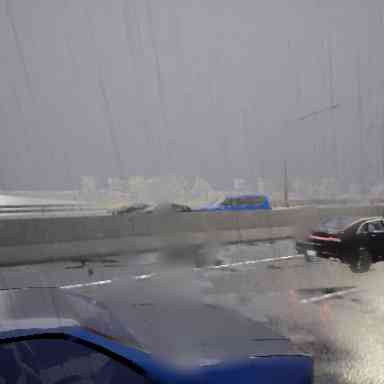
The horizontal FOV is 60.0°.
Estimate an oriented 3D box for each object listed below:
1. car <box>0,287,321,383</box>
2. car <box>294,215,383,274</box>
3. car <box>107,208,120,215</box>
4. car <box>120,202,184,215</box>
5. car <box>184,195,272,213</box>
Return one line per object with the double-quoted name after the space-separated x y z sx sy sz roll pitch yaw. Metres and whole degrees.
-1.459 1.546 2.499 5.357 1.411 2.033 0 0 -30 "car"
5.422 1.478 10.493 4.902 1.511 2.128 0 0 -30 "car"
-4.334 1.545 25.296 4.181 1.385 1.994 0 0 -30 "car"
-2.024 1.487 22.587 4.892 1.490 1.837 0 0 -30 "car"
2.586 1.202 21.194 5.566 2.045 2.150 0 0 -30 "car"
